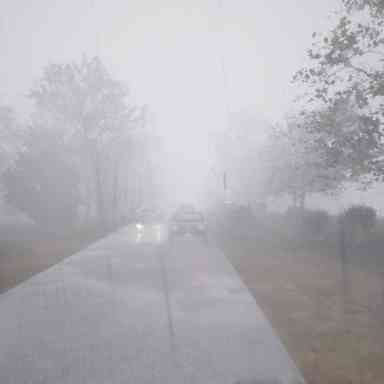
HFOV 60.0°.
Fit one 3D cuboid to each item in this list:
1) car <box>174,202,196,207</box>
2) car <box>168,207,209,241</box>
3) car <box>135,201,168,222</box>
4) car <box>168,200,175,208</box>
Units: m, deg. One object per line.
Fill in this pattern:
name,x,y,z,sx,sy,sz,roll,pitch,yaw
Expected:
car,-0.631,1.800,35.282,1.837,1.490,4.892,0,-1,-1
car,-0.208,1.670,17.241,1.895,1.301,4.718,0,0,-1
car,-3.413,1.527,27.622,2.097,1.767,4.553,0,-1,-1
car,-4.144,2.457,67.982,2.097,1.767,4.553,0,-2,-1
